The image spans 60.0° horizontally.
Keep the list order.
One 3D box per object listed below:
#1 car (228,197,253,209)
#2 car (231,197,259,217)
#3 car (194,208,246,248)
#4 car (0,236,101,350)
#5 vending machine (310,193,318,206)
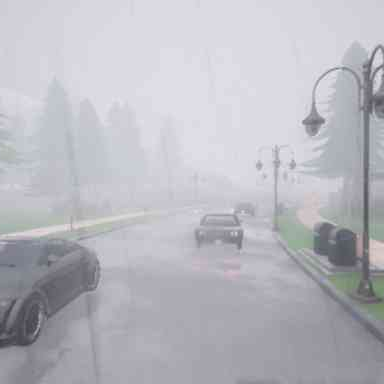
[{"bbox_3d":[6.932,1.512,46.943,2.128,1.511,4.902,0,0,25],"label":"car"},{"bbox_3d":[5.262,1.521,32.231,1.837,1.490,4.892,0,0,17],"label":"car"},{"bbox_3d":[1.314,1.605,14.851,1.895,1.301,4.718,0,0,8],"label":"car"},{"bbox_3d":[-3.241,1.553,6.221,1.994,1.385,4.181,0,0,4],"label":"car"},{"bbox_3d":[20.958,1.262,57.084,1.100,2.100,0.880,0,0,34],"label":"vending machine"}]
